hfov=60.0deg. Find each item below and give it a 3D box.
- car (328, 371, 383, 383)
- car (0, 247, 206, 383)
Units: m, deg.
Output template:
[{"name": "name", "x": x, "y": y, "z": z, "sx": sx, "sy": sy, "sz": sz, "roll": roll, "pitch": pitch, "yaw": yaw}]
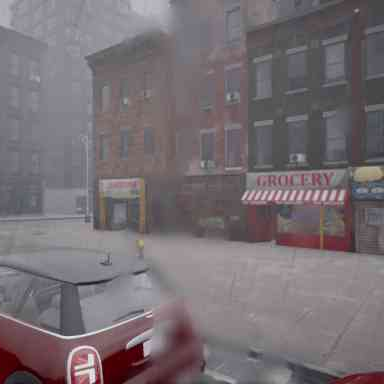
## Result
[{"name": "car", "x": 2.533, "y": 1.544, "z": 0.998, "sx": 4.507, "sy": 1.381, "sz": 1.887, "roll": 0, "pitch": 0, "yaw": 36}, {"name": "car", "x": -1.929, "y": 1.441, "z": 4.219, "sx": 4.097, "sy": 1.590, "sz": 1.967, "roll": 0, "pitch": 0, "yaw": 36}]
